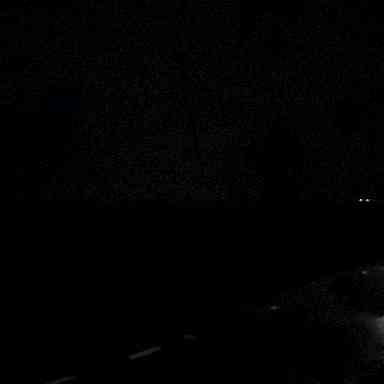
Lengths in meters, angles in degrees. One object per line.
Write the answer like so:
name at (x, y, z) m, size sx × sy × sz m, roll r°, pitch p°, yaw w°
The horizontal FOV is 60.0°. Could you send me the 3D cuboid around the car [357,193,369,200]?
car at (41.333, 1.078, 80.429) m, size 1.882 × 1.535 × 5.008 m, roll 1°, pitch 0°, yaw 18°
